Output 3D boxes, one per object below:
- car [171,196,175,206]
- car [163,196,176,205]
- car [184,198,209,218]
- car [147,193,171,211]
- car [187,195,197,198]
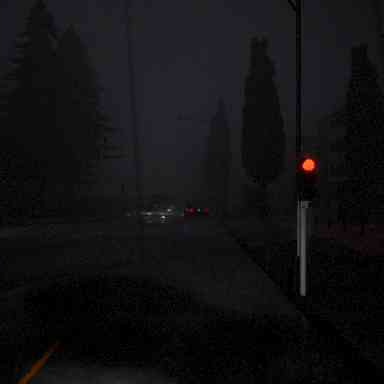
[{"bbox_3d":[-4.136,1.221,51.197,2.150,2.045,5.566,0,0,0],"label":"car"},{"bbox_3d":[-4.090,1.547,61.899,2.033,1.411,5.357,0,0,0],"label":"car"},{"bbox_3d":[0.340,1.547,29.745,2.033,1.411,5.357,0,0,-5],"label":"car"},{"bbox_3d":[-4.141,1.221,40.760,2.150,2.045,5.566,0,0,0],"label":"car"},{"bbox_3d":[-0.020,1.550,73.122,2.097,1.767,4.553,0,0,0],"label":"car"}]
